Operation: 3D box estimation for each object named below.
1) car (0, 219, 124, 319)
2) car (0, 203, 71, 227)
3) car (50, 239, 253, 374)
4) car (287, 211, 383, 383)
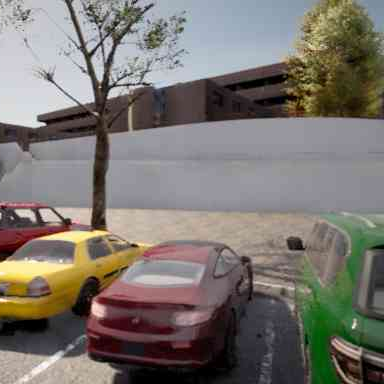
[{"bbox_3d":[-2.419,1.543,7.721,1.946,1.575,5.366,0,-1,15],"label":"car"},{"bbox_3d":[-4.914,1.318,9.304,2.435,2.045,5.566,0,-1,15],"label":"car"},{"bbox_3d":[-0.018,1.556,5.802,2.002,1.452,4.674,0,-1,15],"label":"car"},{"bbox_3d":[2.443,1.239,4.097,2.435,2.045,5.566,0,-1,15],"label":"car"}]
